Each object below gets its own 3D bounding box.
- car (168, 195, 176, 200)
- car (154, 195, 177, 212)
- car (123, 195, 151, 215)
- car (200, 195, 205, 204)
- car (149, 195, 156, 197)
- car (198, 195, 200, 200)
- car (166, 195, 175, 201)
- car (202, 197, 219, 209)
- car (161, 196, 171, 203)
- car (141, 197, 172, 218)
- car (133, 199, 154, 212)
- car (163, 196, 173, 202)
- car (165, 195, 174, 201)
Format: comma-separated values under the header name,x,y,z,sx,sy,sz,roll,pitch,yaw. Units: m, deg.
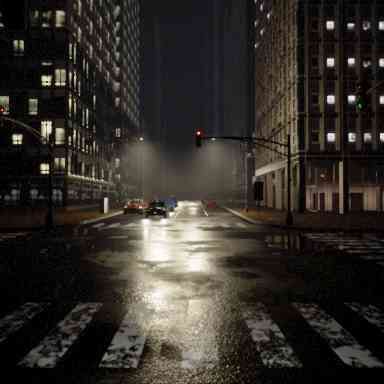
name,x,y,z,sx,sy,sz,roll,pitch,yaw
car,-5.716,1.599,95.064,1.947,1.339,4.313,1,0,0
car,-3.114,1.490,39.825,1.882,1.535,5.008,0,0,0
car,-5.688,1.451,33.737,1.967,1.590,4.097,1,0,0
car,2.682,1.544,56.278,1.752,1.417,4.829,1,0,0
car,-5.690,1.330,44.888,2.192,1.841,5.009,1,0,0
car,2.678,1.586,61.686,1.947,1.339,4.313,1,0,0
car,-5.713,1.581,89.489,2.008,1.369,4.403,1,0,0
car,2.685,1.596,44.953,1.802,1.307,4.206,1,0,0
car,-5.706,1.569,72.763,1.887,1.381,4.507,1,0,0
car,-3.111,1.514,30.320,1.837,1.490,4.892,0,0,0
car,-5.693,1.594,39.312,1.802,1.307,4.206,1,0,0
car,-5.708,1.577,78.338,2.008,1.369,4.403,1,0,0
car,-5.711,1.573,83.913,1.887,1.381,4.507,1,0,0
